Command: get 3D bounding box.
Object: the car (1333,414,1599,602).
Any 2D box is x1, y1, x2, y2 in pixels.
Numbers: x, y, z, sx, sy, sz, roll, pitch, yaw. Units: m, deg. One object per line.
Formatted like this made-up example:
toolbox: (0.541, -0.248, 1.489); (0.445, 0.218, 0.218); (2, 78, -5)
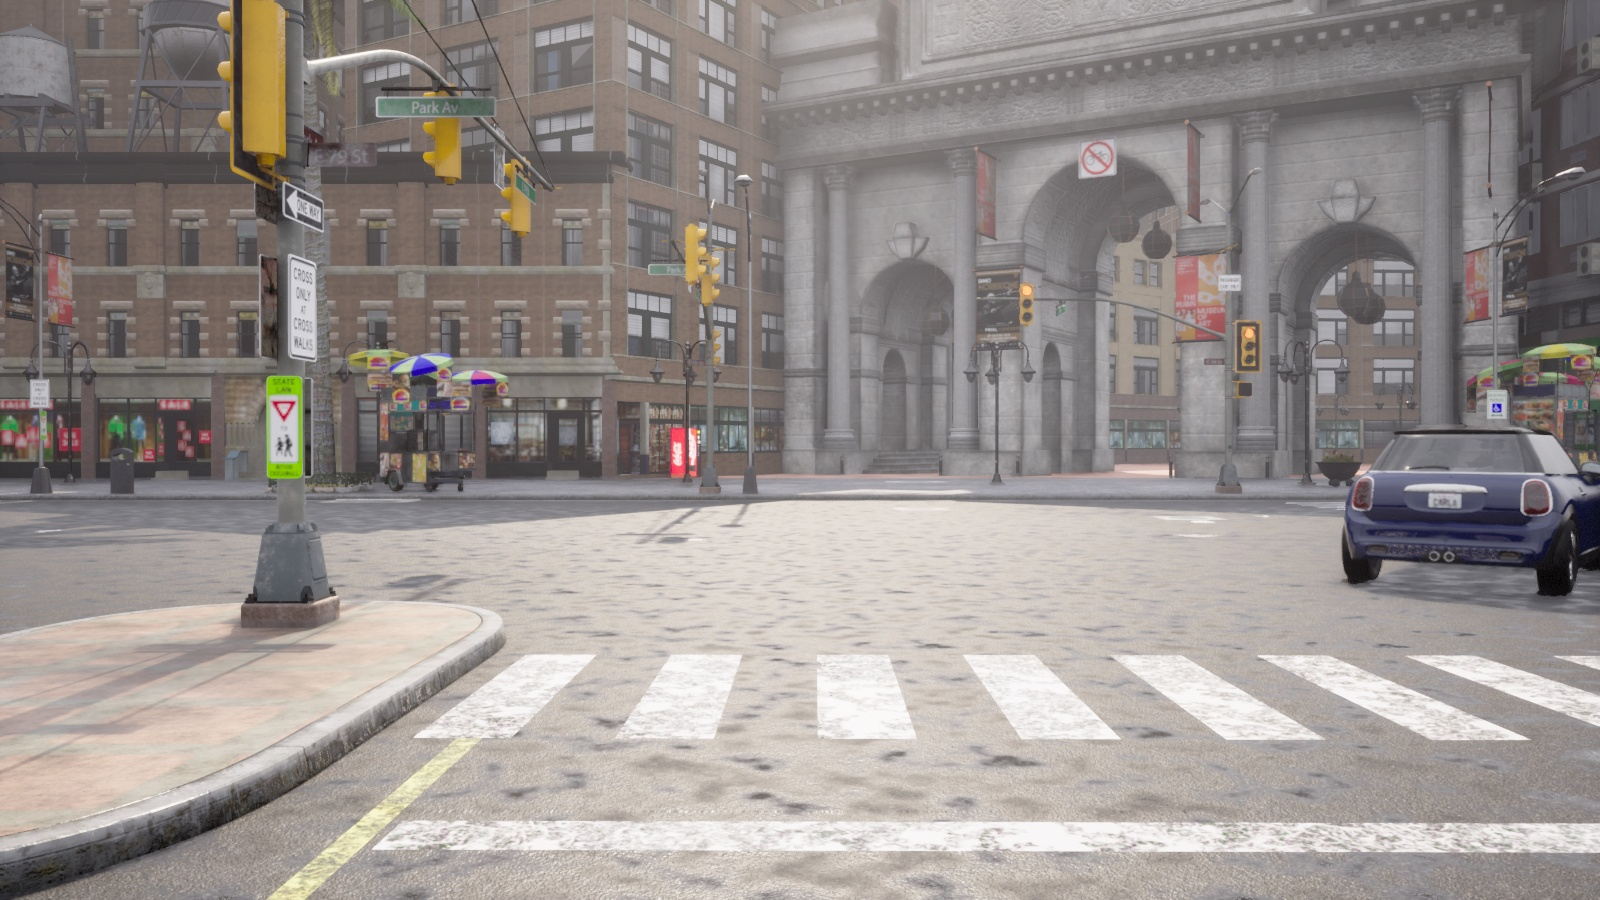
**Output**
car: (7.830, 0.531, 14.257); (2.097, 1.767, 4.553); (0, 0, 39)
